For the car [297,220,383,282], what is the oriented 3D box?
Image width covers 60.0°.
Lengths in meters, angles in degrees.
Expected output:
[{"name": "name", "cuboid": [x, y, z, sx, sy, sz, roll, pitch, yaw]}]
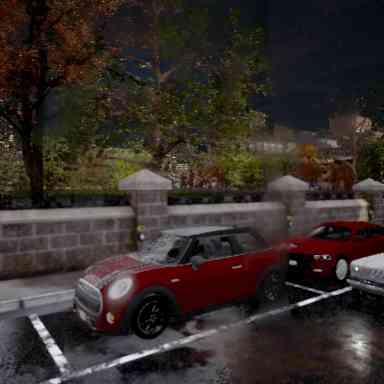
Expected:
[{"name": "car", "cuboid": [4.385, 1.532, 9.695, 4.507, 1.381, 1.887, 0, 0, -36]}]

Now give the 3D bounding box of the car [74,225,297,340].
[{"name": "car", "cuboid": [-0.121, 1.435, 6.480, 4.097, 1.590, 1.967, 0, 0, -36]}]

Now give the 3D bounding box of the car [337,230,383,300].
[{"name": "car", "cuboid": [5.397, 1.589, 7.166, 4.718, 1.301, 1.895, 0, 0, -35]}]
